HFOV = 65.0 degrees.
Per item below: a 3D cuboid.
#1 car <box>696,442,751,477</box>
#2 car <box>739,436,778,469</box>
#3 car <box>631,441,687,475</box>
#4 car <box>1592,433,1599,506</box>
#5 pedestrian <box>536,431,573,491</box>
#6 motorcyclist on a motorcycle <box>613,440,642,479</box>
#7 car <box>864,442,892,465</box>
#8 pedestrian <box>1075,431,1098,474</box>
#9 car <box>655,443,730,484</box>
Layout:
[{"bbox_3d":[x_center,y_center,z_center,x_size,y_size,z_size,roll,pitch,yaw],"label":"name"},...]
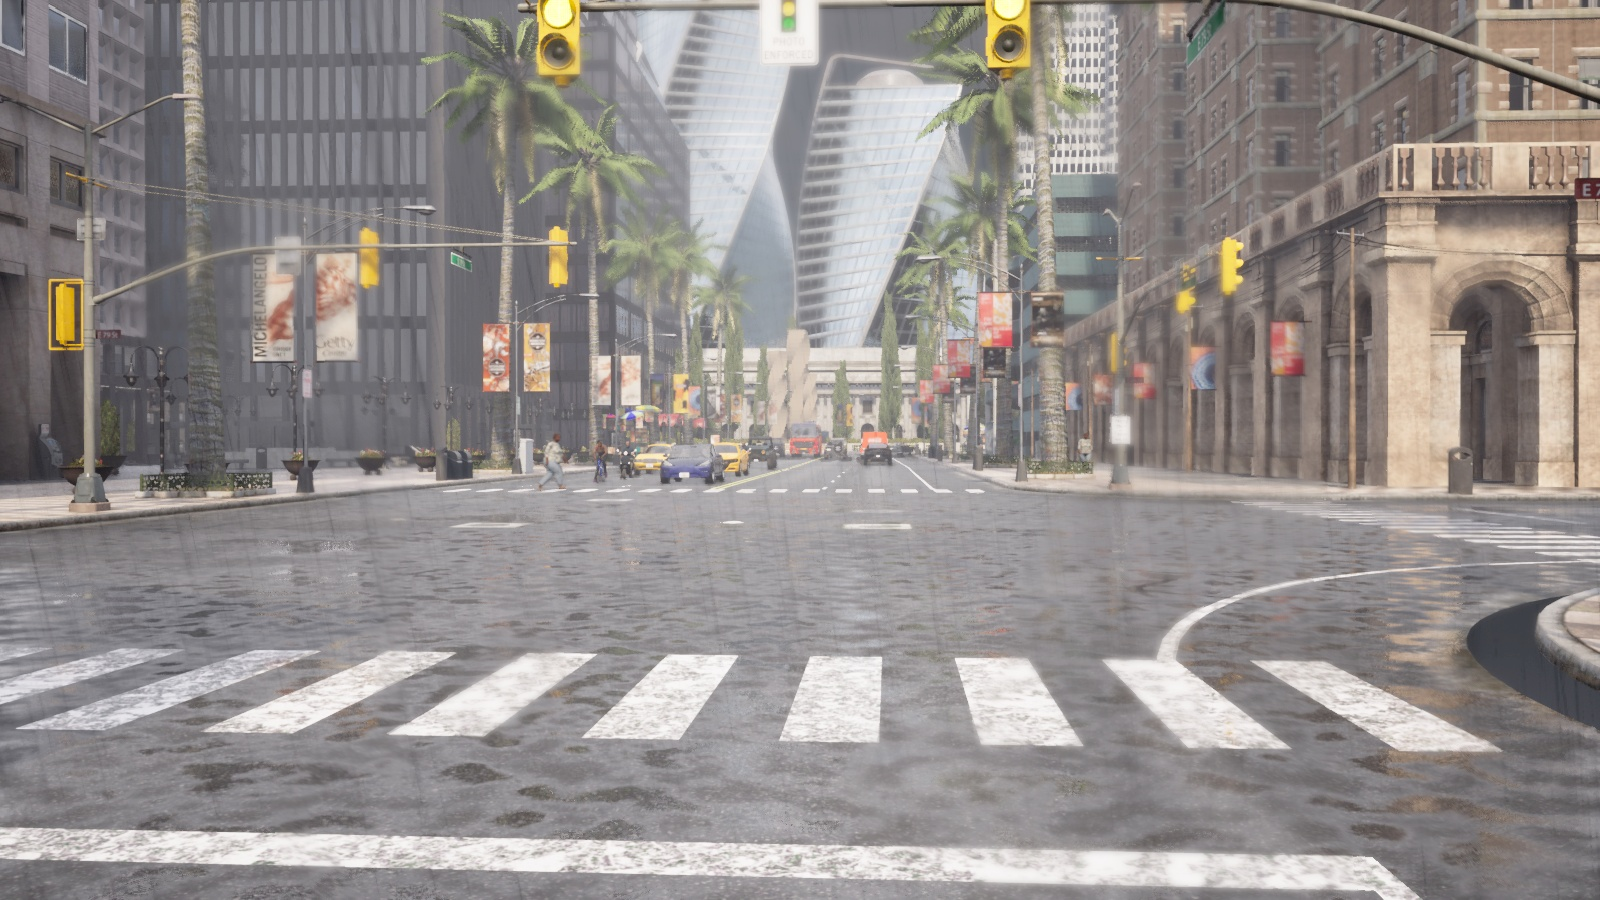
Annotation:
[{"bbox_3d":[-3.441,0.398,57.258,1.882,1.535,5.008,0,0,4],"label":"car"},{"bbox_3d":[-2.400,0.126,73.371,1.905,1.878,3.866,0,0,4],"label":"car"},{"bbox_3d":[-6.738,0.338,60.588,1.801,1.575,5.366,0,0,4],"label":"car"},{"bbox_3d":[20.418,0.451,27.582,4.611,1.667,2.242,0,0,3],"label":"car"},{"bbox_3d":[-7.648,0.326,39.085,0.900,1.855,0.874,0,0,7],"label":"pedestrian"},{"bbox_3d":[-7.234,0.396,52.741,0.866,1.590,1.817,0,0,4],"label":"motorcyclist on a motorcycle"},{"bbox_3d":[5.317,0.243,86.029,1.882,1.535,5.008,0,0,3],"label":"car"},{"bbox_3d":[12.536,0.103,54.996,0.874,1.855,0.900,0,0,5],"label":"pedestrian"},{"bbox_3d":[-4.036,0.473,47.851,2.163,1.488,4.792,0,0,4],"label":"car"}]
